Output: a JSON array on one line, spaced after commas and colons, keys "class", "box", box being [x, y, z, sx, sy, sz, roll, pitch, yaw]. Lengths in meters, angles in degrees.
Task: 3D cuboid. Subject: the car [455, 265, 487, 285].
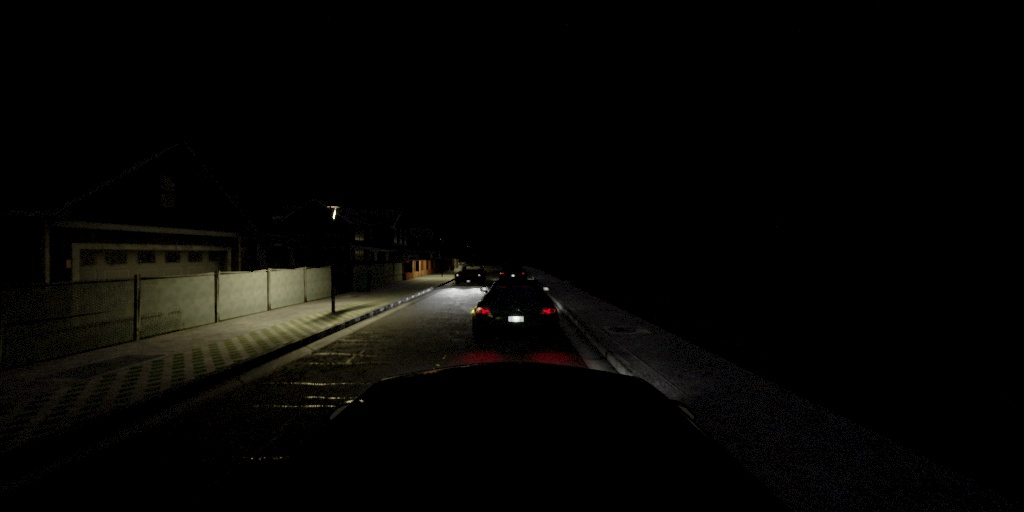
[{"class": "car", "box": [-2.882, 1.345, 25.873, 1.895, 1.301, 4.718, 0, 0, 0]}]

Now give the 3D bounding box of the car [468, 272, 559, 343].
[{"class": "car", "box": [0.088, 1.312, 9.644, 1.994, 1.385, 4.181, 0, 0, 0]}]

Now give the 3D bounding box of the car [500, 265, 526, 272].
[{"class": "car", "box": [0.068, 1.308, 26.288, 1.994, 1.385, 4.181, 0, 0, 0]}]
